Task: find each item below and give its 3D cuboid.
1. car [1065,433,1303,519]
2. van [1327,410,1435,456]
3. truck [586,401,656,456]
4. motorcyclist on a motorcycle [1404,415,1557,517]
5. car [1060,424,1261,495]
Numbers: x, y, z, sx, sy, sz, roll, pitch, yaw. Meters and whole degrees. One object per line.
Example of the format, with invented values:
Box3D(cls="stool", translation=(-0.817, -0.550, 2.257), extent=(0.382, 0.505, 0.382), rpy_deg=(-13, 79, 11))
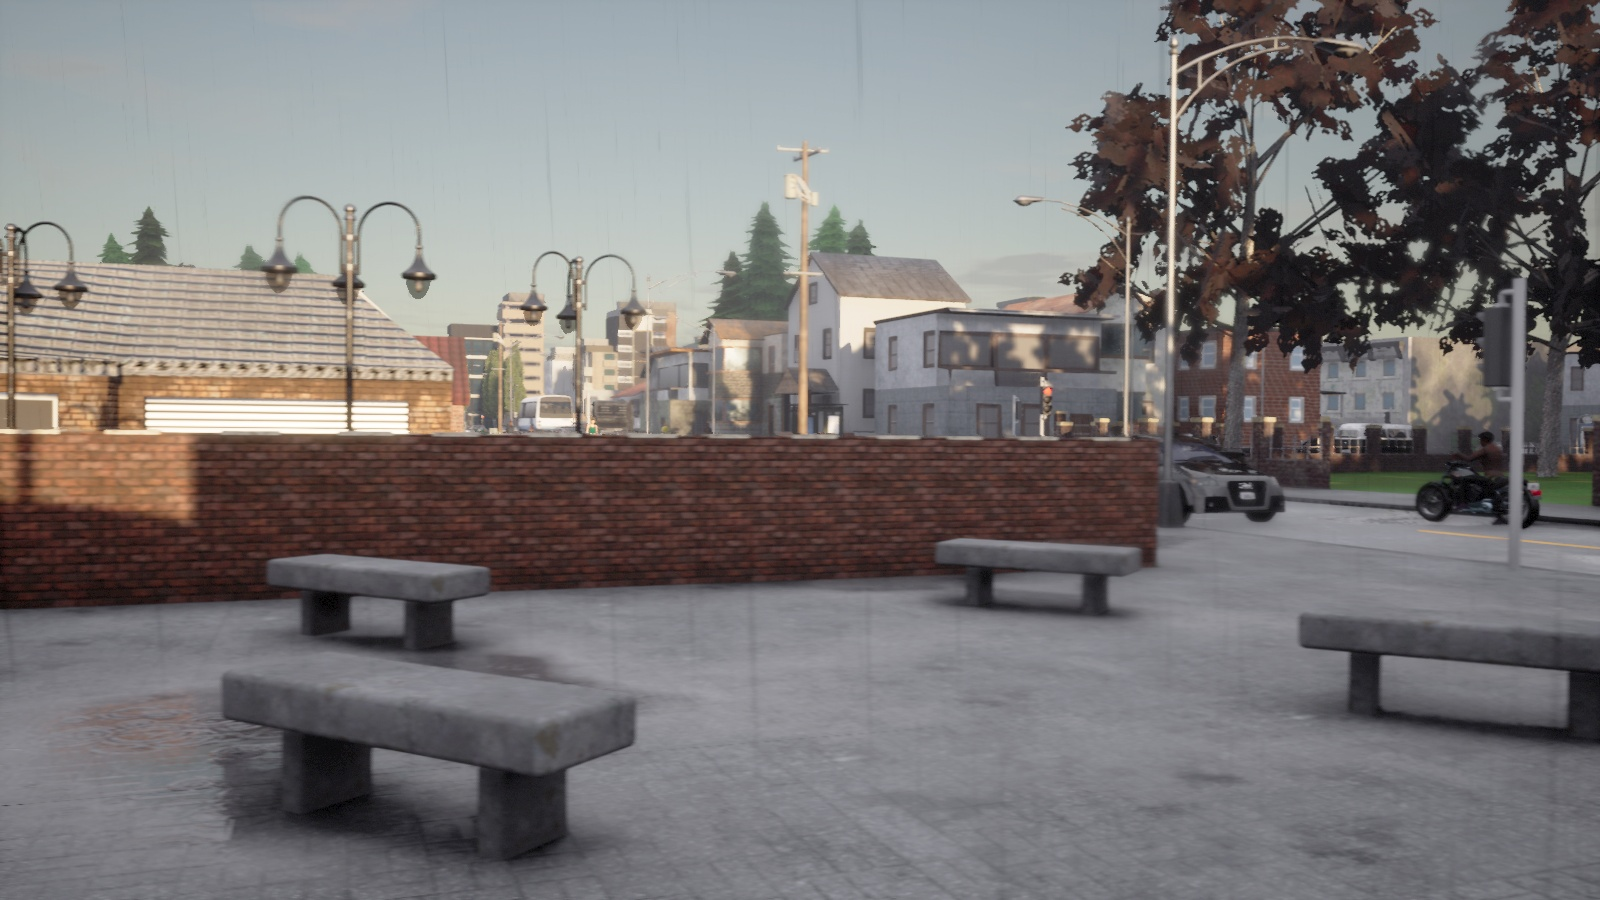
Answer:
Box3D(cls="car", translation=(6.810, 0.396, 22.769), extent=(1.994, 1.385, 4.181), rpy_deg=(-1, 1, -20))
Box3D(cls="van", translation=(26.855, -0.780, 58.055), extent=(4.480, 2.038, 2.069), rpy_deg=(-1, 1, -23))
Box3D(cls="truck", translation=(-12.016, -1.443, 83.675), extent=(2.891, 3.462, 7.936), rpy_deg=(-1, 1, -21))
Box3D(cls="motorcyclist on a motorcycle", translation=(11.614, 0.245, 21.533), extent=(0.766, 1.649, 2.350), rpy_deg=(-1, 1, -23))
Box3D(cls="car", translation=(8.445, 0.170, 29.930), extent=(1.882, 1.535, 5.008), rpy_deg=(-1, 1, -23))
